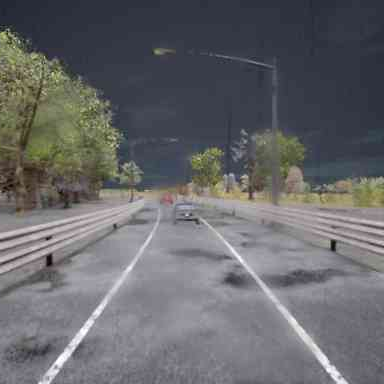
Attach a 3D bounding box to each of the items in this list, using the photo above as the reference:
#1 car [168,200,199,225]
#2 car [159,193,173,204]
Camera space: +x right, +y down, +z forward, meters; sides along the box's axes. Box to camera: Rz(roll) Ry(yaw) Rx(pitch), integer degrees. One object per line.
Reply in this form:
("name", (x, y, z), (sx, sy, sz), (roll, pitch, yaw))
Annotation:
("car", (-0.536, 1.554, 24.509), (2.033, 1.411, 5.357), (0, 0, -5))
("car", (-4.892, 1.195, 61.349), (2.150, 2.045, 5.566), (0, 0, -10))
